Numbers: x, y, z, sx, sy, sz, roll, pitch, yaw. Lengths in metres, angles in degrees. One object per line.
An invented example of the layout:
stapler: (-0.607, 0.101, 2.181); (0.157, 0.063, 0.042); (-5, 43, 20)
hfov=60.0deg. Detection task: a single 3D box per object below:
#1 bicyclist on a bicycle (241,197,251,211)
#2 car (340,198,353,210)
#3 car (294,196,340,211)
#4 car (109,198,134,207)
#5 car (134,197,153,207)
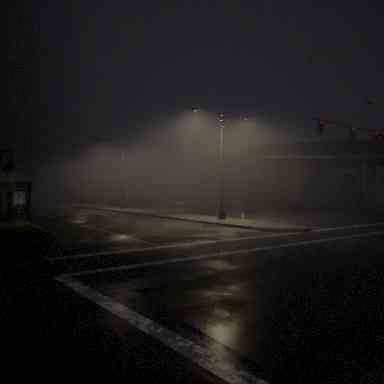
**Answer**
bicyclist on a bicycle: (6.346, 1.427, 39.768); (1.656, 1.620, 0.582); (-6, -7, -37)
car: (18.189, 1.451, 42.048); (1.970, 1.475, 3.806); (0, 0, -35)
car: (13.923, 1.291, 38.125); (2.242, 1.667, 4.611); (0, 0, -35)
car: (-11.061, 1.561, 50.741); (1.994, 1.385, 4.181); (0, 0, -35)
car: (-8.196, 1.544, 52.752); (2.033, 1.411, 5.357); (0, 0, -35)
